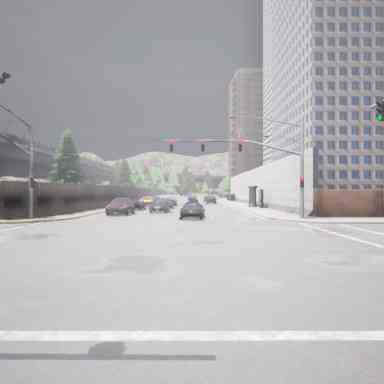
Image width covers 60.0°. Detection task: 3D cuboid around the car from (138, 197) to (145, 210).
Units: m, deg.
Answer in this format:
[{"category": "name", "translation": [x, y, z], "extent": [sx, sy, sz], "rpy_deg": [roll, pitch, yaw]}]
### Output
[{"category": "car", "translation": [-7.032, 1.601, 41.860], "extent": [1.895, 1.301, 4.718], "rpy_deg": [0, 0, 0]}]

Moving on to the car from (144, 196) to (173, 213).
[{"category": "car", "translation": [-3.535, 1.491, 36.458], "extent": [2.128, 1.511, 4.902], "rpy_deg": [0, 0, 0]}]

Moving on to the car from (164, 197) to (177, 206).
[{"category": "car", "translation": [-3.496, 1.601, 55.360], "extent": [1.895, 1.301, 4.718], "rpy_deg": [0, 0, 0]}]

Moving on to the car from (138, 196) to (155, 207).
[{"category": "car", "translation": [-7.012, 1.478, 51.376], "extent": [1.882, 1.535, 5.008], "rpy_deg": [0, 0, 0]}]

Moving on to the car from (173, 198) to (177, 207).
[{"category": "car", "translation": [-3.531, 1.564, 45.378], "extent": [1.994, 1.385, 4.181], "rpy_deg": [0, 0, -1]}]

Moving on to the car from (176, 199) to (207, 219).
[{"category": "car", "translation": [0.021, 1.564, 28.953], "extent": [1.994, 1.385, 4.181], "rpy_deg": [0, 0, 3]}]

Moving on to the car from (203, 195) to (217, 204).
[{"category": "car", "translation": [3.694, 1.505, 64.119], "extent": [1.837, 1.490, 4.892], "rpy_deg": [0, 0, 0]}]

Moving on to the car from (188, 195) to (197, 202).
[{"category": "car", "translation": [0.109, 1.328, 74.467], "extent": [1.837, 1.490, 4.892], "rpy_deg": [0, 0, 0]}]

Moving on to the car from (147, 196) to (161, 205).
[{"category": "car", "translation": [-6.973, 1.478, 61.449], "extent": [1.882, 1.535, 5.008], "rpy_deg": [0, 0, 1]}]

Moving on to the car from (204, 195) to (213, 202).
[{"category": "car", "translation": [3.610, 1.500, 74.516], "extent": [1.837, 1.490, 4.892], "rpy_deg": [0, 0, 0]}]

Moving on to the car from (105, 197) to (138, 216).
[{"category": "car", "translation": [-7.045, 1.352, 32.874], "extent": [2.097, 1.767, 4.553], "rpy_deg": [0, 0, 0]}]

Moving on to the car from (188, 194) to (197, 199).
[{"category": "car", "translation": [0.094, 1.478, 64.245], "extent": [1.882, 1.535, 5.008], "rpy_deg": [0, 0, 0]}]
